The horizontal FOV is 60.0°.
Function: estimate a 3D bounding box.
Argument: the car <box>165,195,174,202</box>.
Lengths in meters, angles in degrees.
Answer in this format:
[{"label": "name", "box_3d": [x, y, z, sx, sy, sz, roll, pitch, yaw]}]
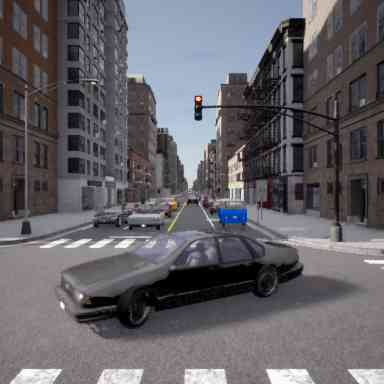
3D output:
[{"label": "car", "box_3d": [-5.330, 1.409, 79.247, 1.967, 1.590, 4.097, 0, 0, 0]}]

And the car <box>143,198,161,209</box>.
[{"label": "car", "box_3d": [-5.355, 1.519, 44.987, 1.752, 1.417, 4.829, 0, 0, 0]}]

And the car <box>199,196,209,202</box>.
[{"label": "car", "box_3d": [2.691, 1.524, 73.563, 2.008, 1.369, 4.403, 0, 0, 0]}]

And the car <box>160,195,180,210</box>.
[{"label": "car", "box_3d": [-2.814, 1.474, 39.927, 1.882, 1.535, 5.008, 0, 0, 0]}]

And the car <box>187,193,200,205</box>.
[{"label": "car", "box_3d": [0.152, 1.463, 56.855, 1.882, 1.535, 5.008, 0, 0, 0]}]

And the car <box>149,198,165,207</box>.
[{"label": "car", "box_3d": [-5.350, 1.556, 50.839, 1.947, 1.339, 4.313, 0, 0, 0]}]

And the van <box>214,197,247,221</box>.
[{"label": "van", "box_3d": [2.653, 1.340, 22.432, 1.690, 1.788, 3.998, 0, 0, 0]}]

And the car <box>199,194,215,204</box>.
[{"label": "car", "box_3d": [2.675, 1.305, 50.839, 2.192, 1.841, 5.009, 0, 0, 0]}]

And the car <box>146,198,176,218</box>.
[{"label": "car", "box_3d": [-2.824, 1.562, 30.281, 1.994, 1.385, 4.181, 0, 0, 0]}]

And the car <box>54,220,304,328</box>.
[{"label": "car", "box_3d": [0.029, 1.554, 7.116, 5.357, 1.411, 2.033, 0, 0, -32]}]

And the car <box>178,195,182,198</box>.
[{"label": "car", "box_3d": [-2.773, 1.591, 50.033, 1.895, 1.301, 4.718, 0, 0, 0]}]

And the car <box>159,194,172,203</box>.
[{"label": "car", "box_3d": [-5.338, 1.292, 67.884, 2.192, 1.841, 5.009, 0, 0, 0]}]

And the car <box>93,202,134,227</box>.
[{"label": "car", "box_3d": [-5.372, 1.550, 22.429, 2.008, 1.369, 4.403, 0, 0, 0]}]

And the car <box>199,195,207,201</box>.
[{"label": "car", "box_3d": [2.700, 1.530, 84.926, 1.947, 1.339, 4.313, 0, 0, 0]}]

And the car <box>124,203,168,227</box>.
[{"label": "car", "box_3d": [-2.804, 1.600, 21.136, 1.895, 1.301, 4.718, 0, 0, -1]}]

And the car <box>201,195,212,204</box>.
[{"label": "car", "box_3d": [2.683, 1.422, 62.201, 1.967, 1.590, 4.097, 0, 0, 0]}]

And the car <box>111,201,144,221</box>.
[{"label": "car", "box_3d": [-5.367, 1.543, 28.111, 1.887, 1.381, 4.507, 0, 0, 0]}]

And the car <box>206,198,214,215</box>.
[{"label": "car", "box_3d": [2.662, 1.580, 33.794, 1.802, 1.307, 4.206, 0, 0, 0]}]

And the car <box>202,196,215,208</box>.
[{"label": "car", "box_3d": [2.670, 1.576, 45.157, 1.802, 1.307, 4.206, 0, 0, 0]}]
